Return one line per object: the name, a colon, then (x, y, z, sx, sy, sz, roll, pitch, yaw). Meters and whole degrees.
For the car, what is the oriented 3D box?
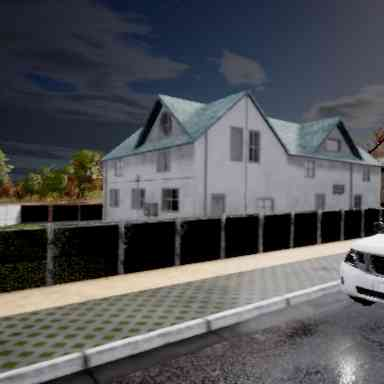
car: (5.440, 1.235, 6.956, 5.566, 2.045, 2.150, 1, 0, -36)
